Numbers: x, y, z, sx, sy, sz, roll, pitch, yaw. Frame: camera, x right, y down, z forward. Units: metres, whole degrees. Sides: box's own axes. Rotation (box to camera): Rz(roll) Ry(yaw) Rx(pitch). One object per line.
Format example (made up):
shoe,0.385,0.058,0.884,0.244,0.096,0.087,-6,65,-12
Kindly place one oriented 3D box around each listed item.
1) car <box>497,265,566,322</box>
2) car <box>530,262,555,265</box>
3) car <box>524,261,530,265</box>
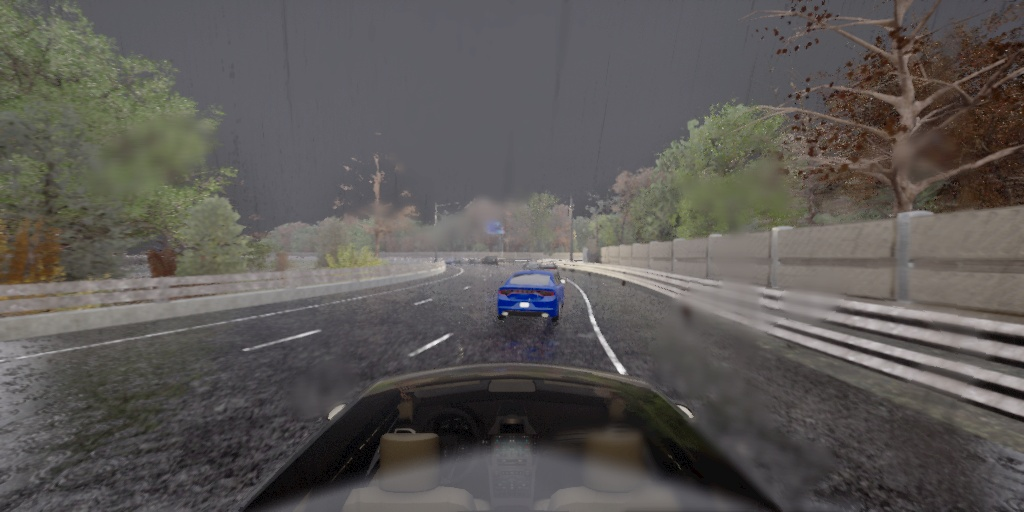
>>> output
car,0.805,1.243,12.609,1.882,1.535,5.008,1,0,11
car,2.862,1.287,29.961,2.128,1.511,4.902,1,0,2
car,2.451,1.379,45.481,1.994,1.385,4.181,0,0,-6
